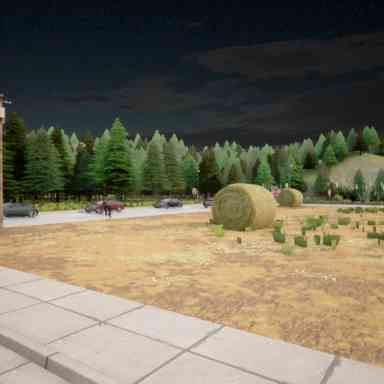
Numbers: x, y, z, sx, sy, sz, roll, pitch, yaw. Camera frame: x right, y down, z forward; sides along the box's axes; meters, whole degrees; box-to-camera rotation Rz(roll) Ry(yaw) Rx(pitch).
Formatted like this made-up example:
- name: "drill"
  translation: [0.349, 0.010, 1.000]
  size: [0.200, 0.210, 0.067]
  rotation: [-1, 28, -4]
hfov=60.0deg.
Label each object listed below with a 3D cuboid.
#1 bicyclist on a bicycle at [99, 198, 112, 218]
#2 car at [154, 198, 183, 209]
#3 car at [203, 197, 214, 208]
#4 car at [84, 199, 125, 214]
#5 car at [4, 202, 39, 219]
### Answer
- name: "bicyclist on a bicycle"
  translation: [-7.068, 1.327, 27.067]
  size: [1.656, 1.620, 0.582]
  rotation: [0, 0, 36]
- name: "car"
  translation: [-3.131, 1.552, 44.955]
  size: [1.812, 1.442, 4.674]
  rotation: [0, 0, 37]
- name: "car"
  translation: [3.480, 1.518, 47.815]
  size: [2.128, 1.511, 4.902]
  rotation: [0, 0, 37]
- name: "car"
  translation: [-9.482, 1.552, 36.373]
  size: [1.812, 1.442, 4.674]
  rotation: [0, 0, 37]
- name: "car"
  translation: [-15.400, 1.591, 28.384]
  size: [1.994, 1.385, 4.181]
  rotation: [0, 0, 36]
